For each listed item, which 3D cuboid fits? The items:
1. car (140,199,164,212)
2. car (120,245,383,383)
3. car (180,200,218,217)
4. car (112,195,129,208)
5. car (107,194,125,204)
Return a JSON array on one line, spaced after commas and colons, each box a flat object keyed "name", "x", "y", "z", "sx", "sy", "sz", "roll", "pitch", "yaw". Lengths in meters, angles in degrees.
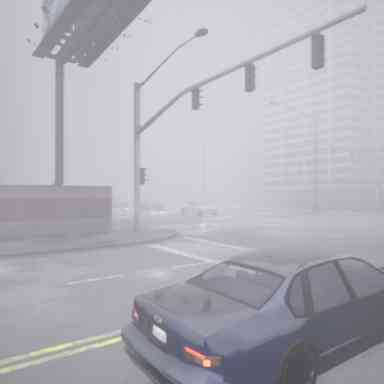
[{"name": "car", "x": -5.120, "y": 1.592, "z": 40.316, "sx": 1.994, "sy": 1.385, "sz": 4.181, "roll": 0, "pitch": 0, "yaw": -35}, {"name": "car", "x": 1.701, "y": 1.554, "z": 4.984, "sx": 5.357, "sy": 1.411, "sz": 2.033, "roll": 0, "pitch": 0, "yaw": -35}, {"name": "car", "x": 0.573, "y": 1.554, "z": 32.242, "sx": 1.812, "sy": 1.442, "sz": 4.674, "roll": 0, "pitch": 0, "yaw": -35}, {"name": "car", "x": -11.076, "y": 1.574, "z": 48.769, "sx": 2.033, "sy": 1.411, "sz": 5.357, "roll": 0, "pitch": 0, "yaw": -35}, {"name": "car", "x": -15.449, "y": 1.390, "z": 67.278, "sx": 2.097, "sy": 1.767, "sz": 4.553, "roll": 0, "pitch": 0, "yaw": -35}]
